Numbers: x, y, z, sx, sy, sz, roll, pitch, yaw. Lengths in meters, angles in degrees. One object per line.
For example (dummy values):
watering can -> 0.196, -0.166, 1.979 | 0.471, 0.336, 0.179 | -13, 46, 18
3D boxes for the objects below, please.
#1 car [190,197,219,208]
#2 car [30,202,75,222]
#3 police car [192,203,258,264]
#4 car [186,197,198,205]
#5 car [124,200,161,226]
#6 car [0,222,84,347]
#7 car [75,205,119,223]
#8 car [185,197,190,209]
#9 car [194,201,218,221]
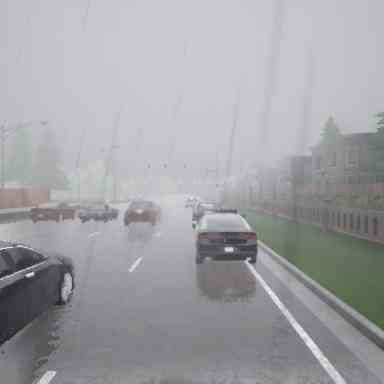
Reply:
car -> 1.058, 1.353, 21.883 | 2.097, 1.767, 4.553 | 0, 0, 0
car -> -10.390, 1.479, 25.344 | 1.882, 1.535, 5.008 | 0, 0, 0
police car -> 1.055, 1.426, 12.023 | 1.930, 1.638, 5.238 | 0, 0, 0
car -> 0.022, 1.552, 59.770 | 2.033, 1.411, 5.357 | 0, 0, 0
car -> -3.390, 1.354, 23.650 | 2.097, 1.767, 4.553 | 0, 0, 0
car -> -3.398, 1.507, 5.146 | 1.837, 1.490, 4.892 | 0, 0, 0
car -> -6.891, 1.602, 25.185 | 1.895, 1.301, 4.718 | 0, 0, 0
car -> 0.026, 1.604, 45.996 | 1.895, 1.301, 4.718 | 0, 0, 0
car -> 1.061, 1.528, 27.913 | 1.812, 1.442, 4.674 | 0, 0, 0
